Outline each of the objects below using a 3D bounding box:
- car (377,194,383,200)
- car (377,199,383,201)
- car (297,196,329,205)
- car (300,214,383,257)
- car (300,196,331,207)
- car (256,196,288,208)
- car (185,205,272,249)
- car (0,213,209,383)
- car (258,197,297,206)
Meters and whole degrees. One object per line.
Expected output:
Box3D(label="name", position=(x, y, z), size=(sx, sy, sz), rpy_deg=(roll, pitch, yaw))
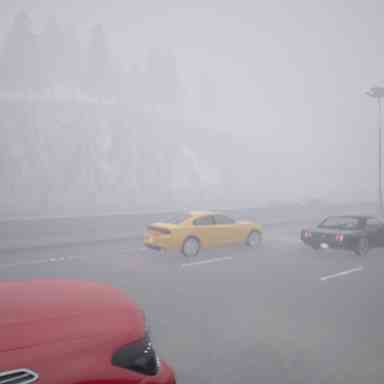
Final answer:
Box3D(label="car", position=(39.387, 1.077, 67.267), size=(4.674, 1.442, 1.812), rpy_deg=(-1, 0, -36))
Box3D(label="car", position=(15.760, 1.372, 23.908), size=(5.357, 1.411, 2.033), rpy_deg=(-1, 0, -36))
Box3D(label="car", position=(14.276, 1.333, 40.387), size=(4.892, 1.490, 1.837), rpy_deg=(-1, 0, -36))
Box3D(label="car", position=(6.329, 1.530, 12.701), size=(4.718, 1.301, 1.895), rpy_deg=(-1, 0, -36))
Box3D(label="car", position=(17.435, 1.319, 47.007), size=(4.674, 1.442, 1.812), rpy_deg=(-1, 0, -36))
Box3D(label="car", position=(11.311, 1.382, 46.881), size=(4.674, 1.442, 1.812), rpy_deg=(-1, 0, -36))
Box3D(label="car", position=(0.600, 1.466, 12.879), size=(5.008, 1.535, 1.882), rpy_deg=(-1, 0, -36))
Box3D(label="car", position=(-2.797, 1.252, 1.869), size=(5.566, 2.045, 2.150), rpy_deg=(-1, 0, -34))
Box3D(label="car", position=(7.333, 1.433, 31.000), size=(4.674, 1.442, 1.812), rpy_deg=(0, 0, -36))
